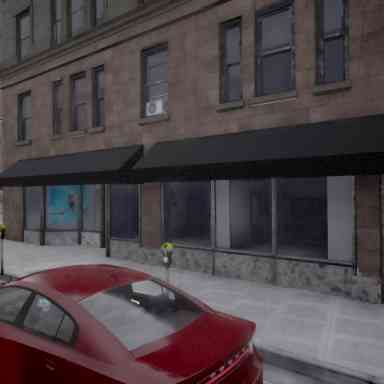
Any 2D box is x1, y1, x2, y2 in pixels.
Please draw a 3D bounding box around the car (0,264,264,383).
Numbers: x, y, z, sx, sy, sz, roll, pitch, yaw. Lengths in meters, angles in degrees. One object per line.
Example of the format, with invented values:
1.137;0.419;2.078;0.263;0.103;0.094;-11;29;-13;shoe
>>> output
-1.430;1.545;3.885;4.507;1.381;1.887;0;0;36;car
